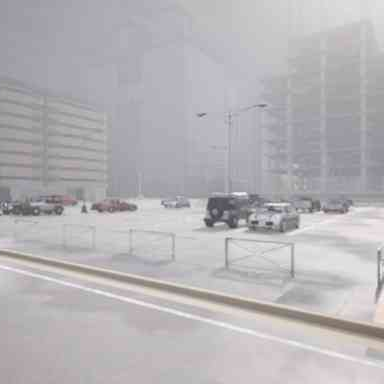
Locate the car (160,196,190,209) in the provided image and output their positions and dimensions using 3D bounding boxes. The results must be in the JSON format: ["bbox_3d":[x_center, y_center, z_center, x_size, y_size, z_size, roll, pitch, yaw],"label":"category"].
[{"bbox_3d":[-1.983,1.471,44.381,1.970,1.475,3.806,0,0,34],"label":"car"}]

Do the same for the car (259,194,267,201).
[{"bbox_3d":[11.252,1.456,53.664,1.970,1.475,3.806,0,0,34],"label":"car"}]

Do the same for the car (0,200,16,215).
[{"bbox_3d":[-16.373,1.243,33.090,1.932,1.855,4.605,0,0,34],"label":"car"}]

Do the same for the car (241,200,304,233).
[{"bbox_3d":[4.667,1.415,18.836,1.970,1.475,3.806,0,0,34],"label":"car"}]

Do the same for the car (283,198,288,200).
[{"bbox_3d":[15.901,1.199,50.582,1.932,1.855,4.605,0,0,34],"label":"car"}]

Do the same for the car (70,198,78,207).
[{"bbox_3d":[-20.659,1.351,51.922,2.150,2.045,5.566,0,0,34],"label":"car"}]

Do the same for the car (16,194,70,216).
[{"bbox_3d":[-14.006,1.238,31.425,1.905,1.878,3.866,0,0,34],"label":"car"}]

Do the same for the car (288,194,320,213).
[{"bbox_3d":[12.067,1.182,34.995,1.932,1.855,4.605,0,0,34],"label":"car"}]

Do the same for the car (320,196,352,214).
[{"bbox_3d":[14.431,1.385,33.319,1.784,1.438,3.905,0,0,34],"label":"car"}]

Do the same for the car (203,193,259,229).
[{"bbox_3d":[2.274,1.184,20.467,1.905,1.878,3.866,0,0,34],"label":"car"}]

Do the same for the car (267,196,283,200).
[{"bbox_3d":[13.650,1.417,52.042,1.784,1.438,3.905,0,0,34],"label":"car"}]
